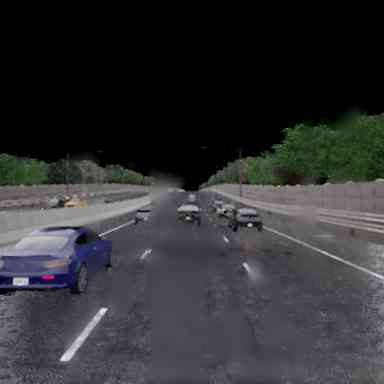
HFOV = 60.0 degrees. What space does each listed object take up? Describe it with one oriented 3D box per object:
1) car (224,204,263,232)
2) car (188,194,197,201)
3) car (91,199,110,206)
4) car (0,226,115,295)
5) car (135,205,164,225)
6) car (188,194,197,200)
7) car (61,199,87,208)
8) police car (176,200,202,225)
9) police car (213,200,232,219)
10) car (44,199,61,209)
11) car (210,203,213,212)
[{"bbox_3d":[3.508,1.780,22.491,1.837,1.490,4.892,0,-1,0],"label":"car"},{"bbox_3d":[0.025,1.196,76.143,1.994,1.385,4.181,0,2,0],"label":"car"},{"bbox_3d":[-14.065,1.788,51.397,2.128,1.511,4.902,0,1,0],"label":"car"},{"bbox_3d":[-3.397,1.641,8.916,1.812,1.442,4.674,0,-1,0],"label":"car"},{"bbox_3d":[-3.392,1.819,26.899,2.128,1.511,4.902,0,-1,0],"label":"car"},{"bbox_3d":[0.098,1.490,64.427,2.128,1.511,4.902,0,2,0],"label":"car"},{"bbox_3d":[-17.564,1.787,50.458,1.882,1.535,5.008,0,1,0],"label":"car"},{"bbox_3d":[-0.212,1.754,27.074,1.930,1.638,5.238,0,-1,1],"label":"police car"},{"bbox_3d":[3.511,1.890,33.489,2.038,1.542,4.974,0,0,0],"label":"police car"},{"bbox_3d":[-21.056,1.822,51.340,1.812,1.442,4.674,0,1,0],"label":"car"},{"bbox_3d":[3.515,1.880,44.480,1.837,1.490,4.892,0,0,0],"label":"car"}]
